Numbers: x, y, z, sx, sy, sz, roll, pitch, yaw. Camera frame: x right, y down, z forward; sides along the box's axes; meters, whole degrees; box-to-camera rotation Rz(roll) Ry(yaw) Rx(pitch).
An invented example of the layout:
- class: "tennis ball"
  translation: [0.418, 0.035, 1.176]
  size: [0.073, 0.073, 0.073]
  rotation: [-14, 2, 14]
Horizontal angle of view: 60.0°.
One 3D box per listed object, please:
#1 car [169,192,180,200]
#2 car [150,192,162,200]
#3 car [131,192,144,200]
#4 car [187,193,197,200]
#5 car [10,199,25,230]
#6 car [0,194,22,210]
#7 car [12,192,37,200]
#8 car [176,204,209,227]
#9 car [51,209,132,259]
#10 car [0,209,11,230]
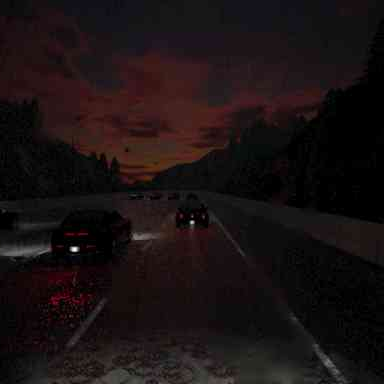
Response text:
- class: "car"
  translation: [-3.404, 0.821, 64.426]
  size: [1.837, 1.490, 4.892]
  rotation: [0, 0, 0]
- class: "car"
  translation: [-6.902, 0.823, 64.147]
  size: [1.837, 1.490, 4.892]
  rotation: [0, 0, 0]
- class: "car"
  translation: [-10.404, 0.813, 63.671]
  size: [2.128, 1.511, 4.902]
  rotation: [0, 1, 0]
- class: "car"
  translation: [0.019, 0.861, 67.123]
  size: [1.994, 1.385, 4.181]
  rotation: [0, 1, 0]
- class: "car"
  translation: [-10.397, 1.301, 16.174]
  size: [1.882, 1.535, 5.008]
  rotation: [0, 1, 0]
- class: "car"
  translation: [-21.054, 1.078, 36.841]
  size: [1.882, 1.535, 5.008]
  rotation: [0, 1, 0]
- class: "car"
  translation: [-31.503, 0.781, 62.922]
  size: [2.033, 1.411, 5.357]
  rotation: [0, 1, 0]
- class: "car"
  translation: [0.027, 1.389, 20.934]
  size: [1.895, 1.301, 4.718]
  rotation: [0, 1, 0]
- class: "car"
  translation: [-3.398, 1.375, 12.044]
  size: [1.837, 1.490, 4.892]
  rotation: [0, 1, 0]
- class: "car"
  translation: [-6.900, 1.412, 8.385]
  size: [1.837, 1.490, 4.892]
  rotation: [0, 1, 0]
